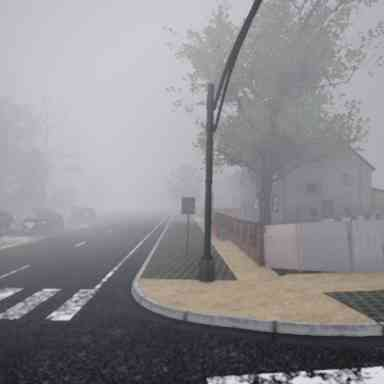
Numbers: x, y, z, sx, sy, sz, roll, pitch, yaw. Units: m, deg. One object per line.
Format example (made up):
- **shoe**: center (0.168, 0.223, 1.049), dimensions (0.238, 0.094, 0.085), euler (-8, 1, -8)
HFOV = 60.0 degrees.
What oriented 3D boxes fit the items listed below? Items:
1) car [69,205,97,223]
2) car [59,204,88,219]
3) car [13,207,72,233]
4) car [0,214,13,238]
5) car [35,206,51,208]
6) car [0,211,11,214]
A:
- **car**: center (-11.687, 2.357, 35.582), dimensions (2.097, 1.767, 4.553), euler (1, -2, -2)
- **car**: center (-15.128, 2.482, 42.773), dimensions (2.097, 1.767, 4.553), euler (1, -2, -1)
- **car**: center (-11.397, 2.218, 25.685), dimensions (2.128, 1.511, 4.902), euler (1, -2, -2)
- **car**: center (-11.105, 2.002, 15.918), dimensions (2.033, 1.411, 5.357), euler (1, -2, -2)
- **car**: center (-14.865, 2.206, 33.087), dimensions (2.097, 1.767, 4.553), euler (1, -2, -2)
- **car**: center (-14.598, 2.104, 24.031), dimensions (1.837, 1.490, 4.892), euler (1, -2, -2)
